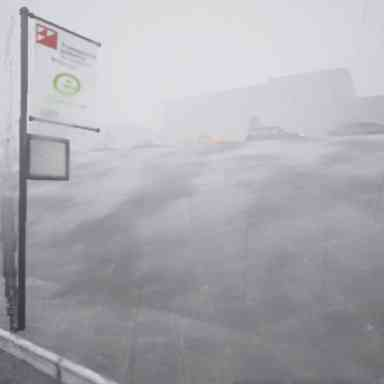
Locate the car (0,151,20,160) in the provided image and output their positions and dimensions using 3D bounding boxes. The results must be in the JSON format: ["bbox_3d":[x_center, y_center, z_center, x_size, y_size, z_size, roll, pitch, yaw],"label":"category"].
[{"bbox_3d":[-21.765,-4.288,41.504,4.553,1.767,2.185,1,0,34],"label":"car"}]

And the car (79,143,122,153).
[{"bbox_3d":[-8.158,-3.968,32.245,4.892,1.521,2.231,1,1,34],"label":"car"}]

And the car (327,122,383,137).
[{"bbox_3d":[10.948,-3.555,20.670,4.792,1.488,2.163,1,1,29],"label":"car"}]

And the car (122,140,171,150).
[{"bbox_3d":[-3.511,-3.837,29.216,4.674,1.452,2.002,1,1,33],"label":"car"}]

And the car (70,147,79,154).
[{"bbox_3d":[-12.724,-4.042,35.346,4.892,1.521,2.231,1,0,34],"label":"car"}]

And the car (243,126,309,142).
[{"bbox_3d":[5.955,-3.810,23.471,4.553,1.767,2.185,1,1,31],"label":"car"}]

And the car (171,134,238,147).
[{"bbox_3d":[1.201,-3.781,26.287,5.008,1.535,2.097,1,1,32],"label":"car"}]
